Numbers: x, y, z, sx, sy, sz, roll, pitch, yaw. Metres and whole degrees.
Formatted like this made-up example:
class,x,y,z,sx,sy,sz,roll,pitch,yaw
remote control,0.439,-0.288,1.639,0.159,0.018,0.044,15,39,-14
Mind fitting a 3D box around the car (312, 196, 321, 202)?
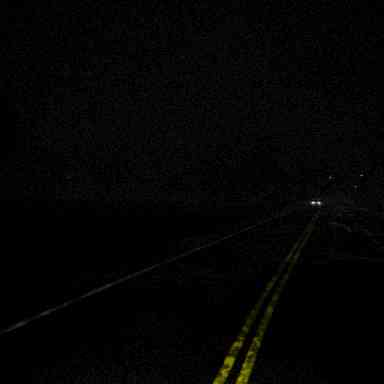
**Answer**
class,x,y,z,sx,sy,sz,roll,pitch,yaw
car,32.180,1.874,86.118,1.812,1.442,4.674,2,1,22
